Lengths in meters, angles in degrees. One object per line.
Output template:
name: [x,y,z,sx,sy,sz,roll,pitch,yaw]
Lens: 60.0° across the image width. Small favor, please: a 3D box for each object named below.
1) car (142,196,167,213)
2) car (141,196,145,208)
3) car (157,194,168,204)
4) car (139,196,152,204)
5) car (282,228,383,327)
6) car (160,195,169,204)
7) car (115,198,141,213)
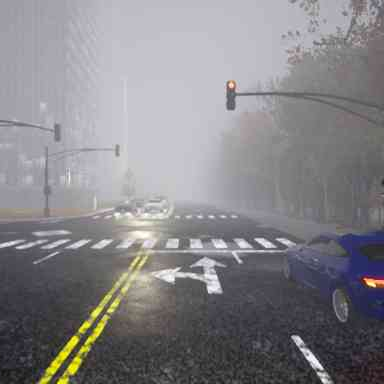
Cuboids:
car: [-4.177,1.516,37.657,1.812,1.442,4.674,0,0,-1]
car: [-7.919,1.537,47.880,2.033,1.411,5.357,0,0,-3]
car: [-5.598,1.345,63.896,2.097,1.767,4.553,0,0,-3]
car: [-8.869,1.486,64.195,2.128,1.511,4.902,0,0,-3]
car: [3.317,1.486,6.898,1.812,1.442,4.674,-3,-1,-2]
car: [-4.597,1.343,46.478,2.097,1.767,4.553,0,0,-3]
car: [-7.445,1.538,37.879,2.033,1.411,5.357,0,0,-2]
